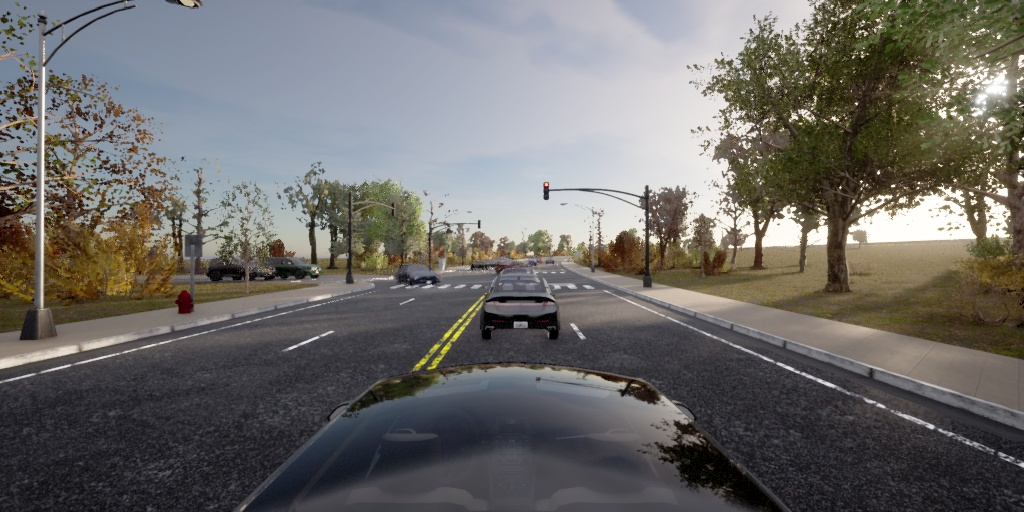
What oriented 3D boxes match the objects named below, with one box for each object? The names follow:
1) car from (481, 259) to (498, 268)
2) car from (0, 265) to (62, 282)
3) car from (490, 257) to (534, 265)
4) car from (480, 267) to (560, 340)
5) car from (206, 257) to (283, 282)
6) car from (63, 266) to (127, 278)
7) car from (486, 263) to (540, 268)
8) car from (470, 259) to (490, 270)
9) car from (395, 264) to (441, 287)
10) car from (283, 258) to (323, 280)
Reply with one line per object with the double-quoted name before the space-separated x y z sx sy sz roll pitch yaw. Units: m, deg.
"car" -3.622 1.228 59.463 2.033 1.411 5.357 0 0 5
"car" -46.248 1.383 34.753 5.566 2.045 2.150 -1 -1 10
"car" 0.068 1.203 39.180 1.882 1.535 5.008 1 1 32
"car" 0.200 1.242 10.003 2.128 1.511 4.902 0 0 0
"car" -23.012 1.143 30.574 5.566 2.045 2.150 -1 -1 10
"car" -43.355 1.713 37.523 5.357 1.411 2.033 -1 -1 10
"car" 0.292 1.240 15.332 2.128 1.511 4.902 0 0 2
"car" -4.489 1.302 49.825 1.895 1.301 4.718 0 0 6
"car" -6.631 1.278 24.778 2.033 1.411 5.357 0 0 -32
"car" -20.632 1.150 33.452 5.566 2.045 2.150 0 -1 10
